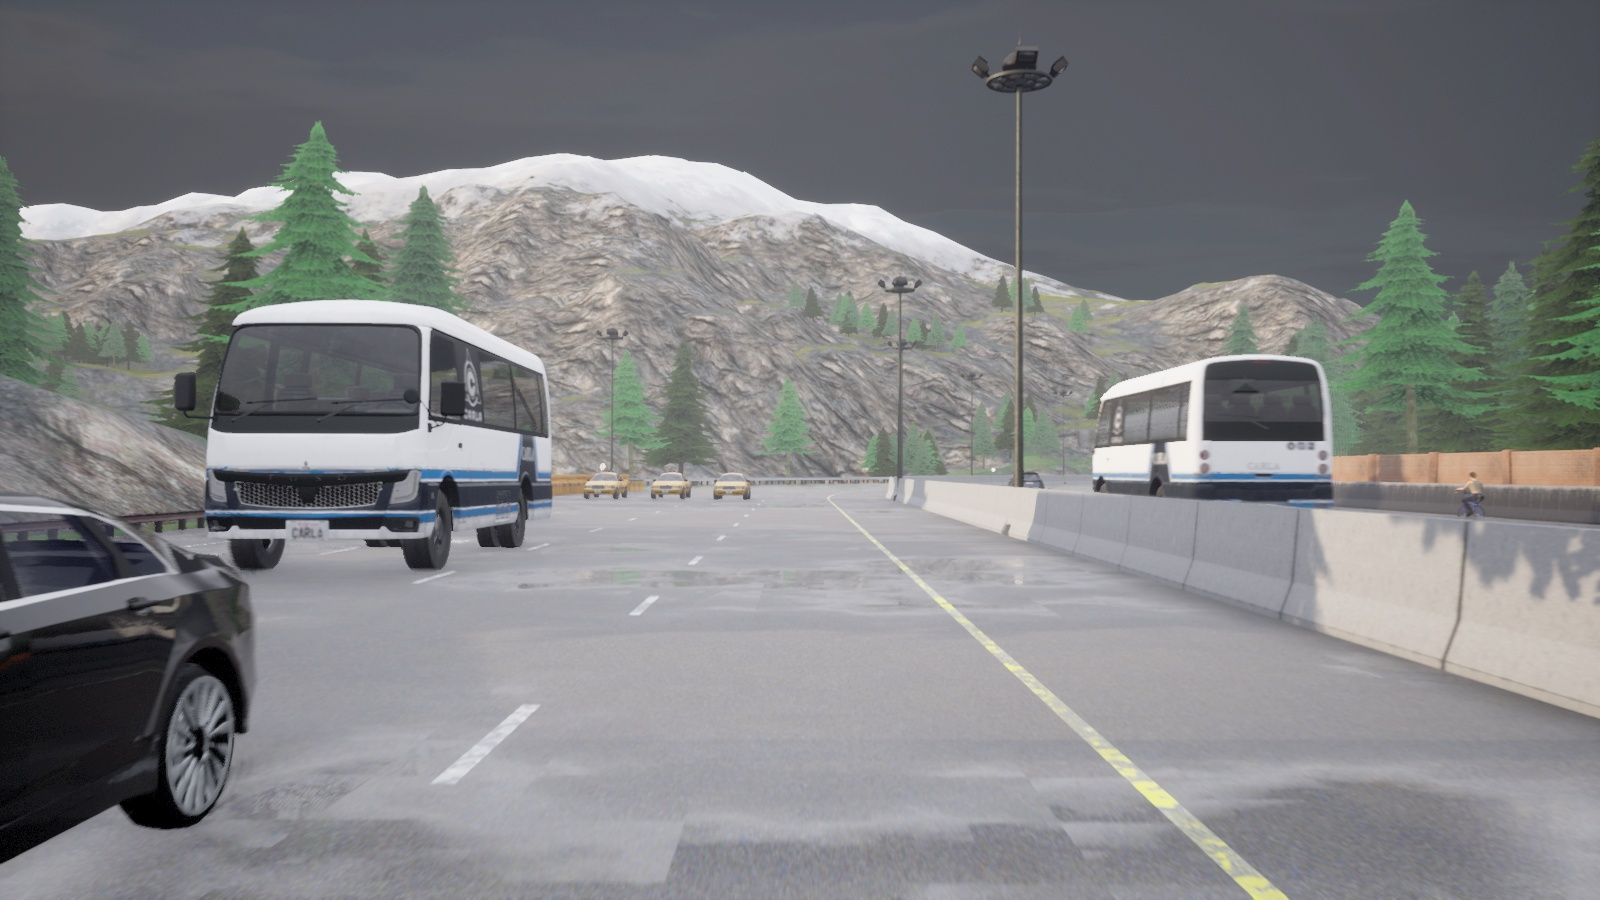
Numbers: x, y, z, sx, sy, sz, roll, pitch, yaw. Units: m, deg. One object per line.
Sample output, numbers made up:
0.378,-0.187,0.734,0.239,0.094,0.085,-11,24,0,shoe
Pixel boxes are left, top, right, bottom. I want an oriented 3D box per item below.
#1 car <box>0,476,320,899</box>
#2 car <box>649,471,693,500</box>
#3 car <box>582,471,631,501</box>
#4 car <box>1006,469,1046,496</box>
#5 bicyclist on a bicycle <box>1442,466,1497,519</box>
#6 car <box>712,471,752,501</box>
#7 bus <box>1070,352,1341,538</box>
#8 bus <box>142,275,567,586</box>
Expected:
-3.508,0.851,3.951,2.128,1.511,4.902,0,-1,0,car
-7.134,1.954,70.017,1.801,1.575,5.366,0,-1,1,car
-10.642,1.955,69.260,1.801,1.575,5.366,0,-1,1,car
14.278,2.019,79.542,2.033,1.649,4.856,-1,-1,4,car
20.909,1.324,39.240,0.866,1.612,1.509,0,-1,0,bicyclist on a bicycle
-3.650,1.913,68.371,1.801,1.575,5.366,0,-1,1,car
10.412,-0.035,33.960,3.944,4.253,10.273,0,-1,0,bus
-7.060,-0.159,22.380,3.944,4.253,10.273,0,-1,0,bus
